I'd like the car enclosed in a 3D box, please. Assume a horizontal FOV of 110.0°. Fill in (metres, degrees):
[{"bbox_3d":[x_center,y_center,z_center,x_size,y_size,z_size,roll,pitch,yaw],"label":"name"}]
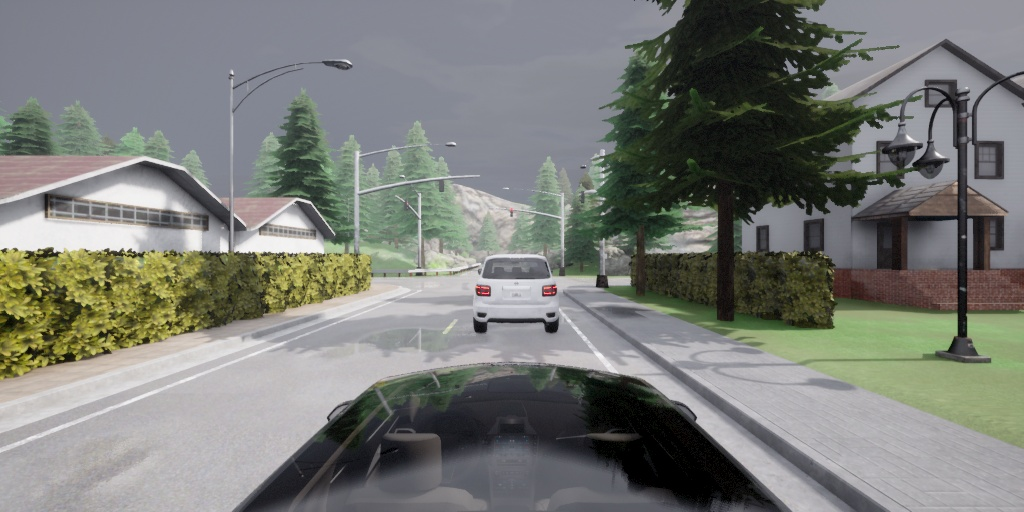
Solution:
[{"bbox_3d":[0.105,0.971,10.892,2.150,2.045,5.566,0,0,0],"label":"car"}]
